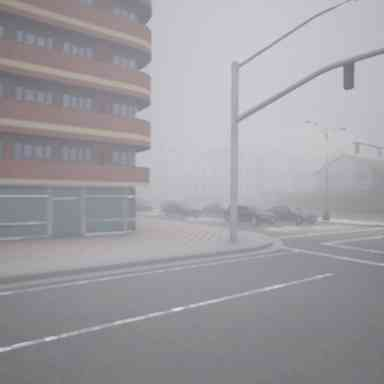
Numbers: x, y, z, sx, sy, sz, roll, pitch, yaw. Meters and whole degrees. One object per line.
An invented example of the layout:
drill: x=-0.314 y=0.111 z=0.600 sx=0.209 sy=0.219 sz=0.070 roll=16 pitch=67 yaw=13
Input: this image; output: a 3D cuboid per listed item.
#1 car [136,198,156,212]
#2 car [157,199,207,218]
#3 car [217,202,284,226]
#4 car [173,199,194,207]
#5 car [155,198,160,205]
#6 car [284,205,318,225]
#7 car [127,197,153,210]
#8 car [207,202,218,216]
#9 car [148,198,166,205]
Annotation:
car: x=-6.836 y=1.776 z=42.007 sx=2.033 sy=1.411 sz=5.357 roll=1 pitch=0 yaw=-34
car: x=-1.123 y=1.772 z=33.707 sx=2.033 sy=1.411 sz=5.357 roll=1 pitch=0 yaw=-34
car: x=4.399 y=1.729 z=25.678 sx=1.837 sy=1.490 sz=4.892 roll=1 pitch=0 yaw=-34
car: x=-1.645 y=1.980 z=61.258 sx=1.994 sy=1.385 sz=4.181 roll=1 pitch=0 yaw=-35
car: x=-2.282 y=1.775 z=41.564 sx=1.837 sy=1.490 sz=4.892 roll=1 pitch=0 yaw=-35
car: x=7.835 y=1.792 z=26.882 sx=1.812 sy=1.442 sz=4.674 roll=1 pitch=0 yaw=-34
car: x=-7.812 y=1.625 z=49.628 sx=2.097 sy=1.767 sz=4.553 roll=1 pitch=0 yaw=-34
car: x=2.900 y=1.794 z=34.053 sx=1.812 sy=1.442 sz=4.674 roll=1 pitch=0 yaw=-34
car: x=-7.418 y=1.980 z=69.612 sx=1.994 sy=1.385 sz=4.181 roll=1 pitch=0 yaw=-35
